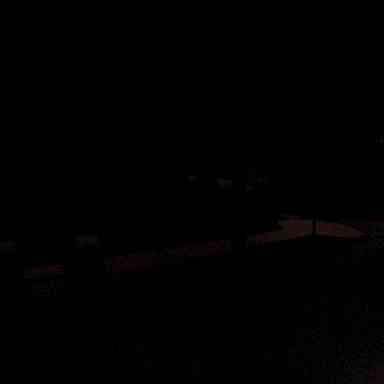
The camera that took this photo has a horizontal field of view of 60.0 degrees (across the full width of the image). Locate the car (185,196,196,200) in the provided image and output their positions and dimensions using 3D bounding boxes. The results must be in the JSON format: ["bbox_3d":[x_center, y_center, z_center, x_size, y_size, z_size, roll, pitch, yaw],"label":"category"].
[{"bbox_3d":[1.076,1.194,32.957,4.553,1.767,2.097,0,0,42],"label":"car"}]
